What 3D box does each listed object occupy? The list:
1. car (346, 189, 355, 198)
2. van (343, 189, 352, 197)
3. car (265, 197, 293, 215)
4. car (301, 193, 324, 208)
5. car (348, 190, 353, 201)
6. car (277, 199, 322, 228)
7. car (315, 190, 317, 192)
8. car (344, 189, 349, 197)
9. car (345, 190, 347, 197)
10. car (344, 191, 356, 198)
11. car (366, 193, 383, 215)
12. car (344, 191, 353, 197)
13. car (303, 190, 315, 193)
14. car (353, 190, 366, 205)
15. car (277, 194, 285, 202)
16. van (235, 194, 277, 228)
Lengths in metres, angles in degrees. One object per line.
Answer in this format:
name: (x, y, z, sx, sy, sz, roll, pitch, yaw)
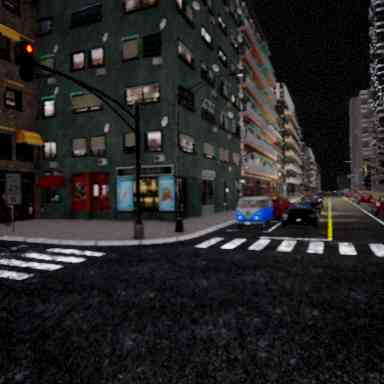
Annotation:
car: (28.453, 0.717, 57.926, 1.887, 1.381, 4.507, -1, 0, 22)
van: (38.988, 0.208, 83.474, 1.690, 1.788, 3.998, -1, 0, 22)
car: (8.063, 1.242, 30.466, 1.887, 1.381, 4.507, -1, 0, 22)
car: (10.447, 1.145, 29.474, 2.128, 1.511, 4.902, -1, 0, 22)
car: (26.346, 0.786, 52.817, 2.008, 1.369, 4.403, -1, 0, 22)
car: (6.627, 1.336, 20.209, 1.994, 1.385, 4.181, -1, 0, 22)
car: (29.138, 0.636, 81.563, 1.947, 1.339, 4.313, -1, 0, 22)
car: (32.665, 0.364, 68.144, 2.192, 1.841, 5.009, -1, 0, 22)
car: (30.561, 0.692, 63.036, 1.802, 1.307, 4.206, -1, 0, 22)
car: (34.776, 0.538, 73.255, 2.008, 1.369, 4.403, -1, 0, 22)
car: (15.807, 0.994, 27.268, 1.967, 1.590, 4.097, -1, 0, 22)
car: (36.884, 0.509, 78.366, 1.802, 1.307, 4.206, -1, 0, 22)
car: (22.814, 0.693, 66.232, 1.967, 1.590, 4.097, -1, 0, 22)
car: (22.129, 0.801, 42.597, 1.967, 1.590, 4.097, -1, 0, 22)
car: (5.952, 1.077, 25.354, 2.192, 1.841, 5.009, -1, 0, 22)
van: (3.845, 1.169, 20.245, 1.690, 1.788, 3.998, -1, 0, 22)
